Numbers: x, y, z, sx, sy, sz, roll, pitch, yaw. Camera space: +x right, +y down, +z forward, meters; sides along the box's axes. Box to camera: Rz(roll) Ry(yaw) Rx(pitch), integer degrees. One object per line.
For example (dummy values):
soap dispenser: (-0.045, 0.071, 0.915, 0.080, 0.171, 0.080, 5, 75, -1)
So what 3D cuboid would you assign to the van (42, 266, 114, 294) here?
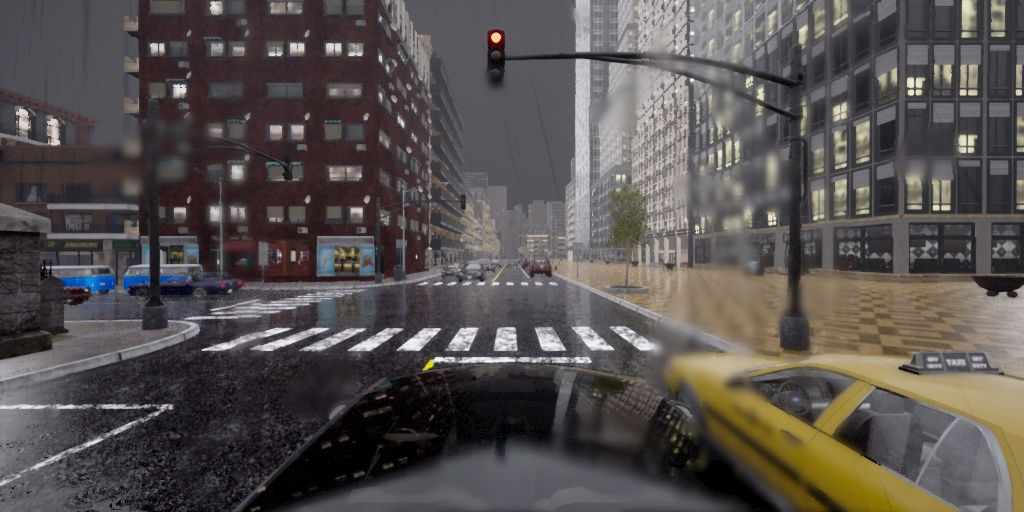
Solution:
van: (-26.300, 1.481, 21.424, 3.998, 1.789, 1.690, 0, 0, -1)

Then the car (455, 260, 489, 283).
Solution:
car: (-3.093, 1.281, 28.432, 1.812, 1.442, 4.674, 0, 0, 0)

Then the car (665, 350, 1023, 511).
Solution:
car: (2.689, 1.275, 2.465, 1.751, 1.417, 4.829, 0, 0, 0)

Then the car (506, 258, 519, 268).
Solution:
car: (0.016, 1.284, 63.484, 2.128, 1.511, 4.902, 0, 0, 0)

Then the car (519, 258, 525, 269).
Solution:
car: (2.705, 1.097, 56.812, 2.192, 1.841, 5.009, 0, 0, 0)

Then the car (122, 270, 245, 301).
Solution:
car: (-17.157, 1.600, 18.995, 4.718, 1.301, 1.895, -1, 0, -1)

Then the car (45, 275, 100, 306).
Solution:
car: (-21.608, 1.685, 15.673, 4.718, 1.301, 1.895, -1, 0, -1)

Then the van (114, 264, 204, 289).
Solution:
van: (-20.762, 1.390, 21.473, 3.998, 1.789, 1.690, 0, 0, -1)

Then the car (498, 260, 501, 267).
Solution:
car: (-3.012, 1.321, 65.181, 1.812, 1.442, 4.674, 0, 0, 0)

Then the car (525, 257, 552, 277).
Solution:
car: (2.698, 1.073, 34.707, 2.192, 1.841, 5.009, 0, 0, 0)

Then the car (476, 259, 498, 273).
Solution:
car: (-3.086, 1.331, 44.408, 1.994, 1.385, 4.181, 0, 0, 0)

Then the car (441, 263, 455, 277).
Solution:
car: (-5.681, 1.309, 34.709, 2.007, 1.370, 4.403, 0, 0, 0)
